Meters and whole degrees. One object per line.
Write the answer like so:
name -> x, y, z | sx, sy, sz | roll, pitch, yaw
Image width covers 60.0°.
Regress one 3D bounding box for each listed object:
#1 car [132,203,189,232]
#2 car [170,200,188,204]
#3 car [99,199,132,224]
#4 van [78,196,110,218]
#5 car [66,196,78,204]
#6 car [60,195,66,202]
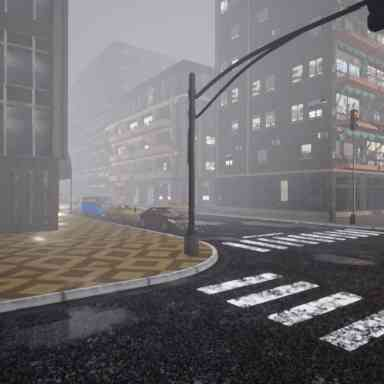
car -> -1.683, 1.525, 19.825 | 1.802, 1.307, 4.206 | 0, 0, -36
car -> -1.572, 1.487, 34.051 | 1.752, 1.417, 4.829 | 0, 0, -36
car -> -4.883, 1.458, 24.289 | 1.752, 1.417, 4.829 | 0, 0, -36
van -> -8.282, 1.265, 29.030 | 1.690, 1.788, 3.998 | 0, 0, -36
car -> -21.375, 1.447, 61.667 | 1.752, 1.417, 4.829 | 0, 0, -36
car -> -27.877, 1.360, 70.733 | 1.967, 1.590, 4.097 | 0, 0, -36
